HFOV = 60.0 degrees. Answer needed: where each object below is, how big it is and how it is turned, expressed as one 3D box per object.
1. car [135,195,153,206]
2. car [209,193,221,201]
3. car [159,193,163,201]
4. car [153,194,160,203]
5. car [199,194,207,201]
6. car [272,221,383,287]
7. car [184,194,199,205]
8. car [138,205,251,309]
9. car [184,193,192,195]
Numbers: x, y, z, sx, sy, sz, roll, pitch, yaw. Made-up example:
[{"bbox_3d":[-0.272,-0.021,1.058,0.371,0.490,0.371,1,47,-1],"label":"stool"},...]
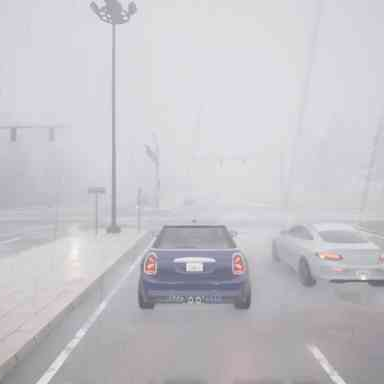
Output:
[{"bbox_3d":[-8.353,1.352,56.422,2.097,1.767,4.553,0,0,-1],"label":"car"},{"bbox_3d":[6.228,1.213,85.139,2.150,2.045,5.566,0,0,-1],"label":"car"},{"bbox_3d":[-8.791,1.219,86.085,2.150,2.045,5.566,0,0,-1],"label":"car"},{"bbox_3d":[-8.527,1.551,70.953,1.994,1.385,4.181,0,0,-1],"label":"car"},{"bbox_3d":[2.723,1.512,85.405,1.812,1.442,4.674,0,0,-1],"label":"car"},{"bbox_3d":[3.561,1.526,9.222,1.812,1.442,4.674,0,0,0],"label":"car"},{"bbox_3d":[-0.244,1.524,54.838,1.812,1.442,4.674,0,0,-1],"label":"car"},{"bbox_3d":[0.058,1.352,8.018,2.097,1.767,4.553,0,0,0],"label":"car"},{"bbox_3d":[-0.777,1.487,85.342,1.837,1.490,4.892,0,0,-1],"label":"car"}]
